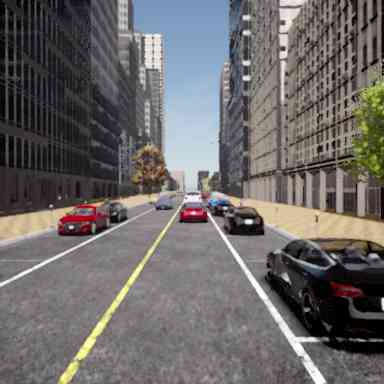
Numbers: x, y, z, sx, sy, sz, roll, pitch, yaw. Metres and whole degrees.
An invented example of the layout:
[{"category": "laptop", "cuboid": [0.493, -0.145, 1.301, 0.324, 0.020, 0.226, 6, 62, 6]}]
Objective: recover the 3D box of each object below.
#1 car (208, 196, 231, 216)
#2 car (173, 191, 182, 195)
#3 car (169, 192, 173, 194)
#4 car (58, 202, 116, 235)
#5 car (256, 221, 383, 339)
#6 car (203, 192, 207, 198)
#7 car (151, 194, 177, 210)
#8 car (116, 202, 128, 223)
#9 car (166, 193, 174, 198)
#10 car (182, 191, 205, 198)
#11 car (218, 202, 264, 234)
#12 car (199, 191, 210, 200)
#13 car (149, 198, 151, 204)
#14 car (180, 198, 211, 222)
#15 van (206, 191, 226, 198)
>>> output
[{"category": "car", "cuboid": [2.709, 1.335, 29.268, 1.947, 1.339, 4.313, 0, 0, 0]}, {"category": "car", "cuboid": [-2.955, 0.473, 79.215, 1.812, 1.442, 4.674, 0, 1, 0]}, {"category": "car", "cuboid": [-5.641, 0.873, 80.514, 2.008, 1.369, 4.403, 0, 1, 0]}, {"category": "car", "cuboid": [-5.678, 1.405, 17.897, 1.887, 1.381, 4.507, 0, 0, 0]}, {"category": "car", "cuboid": [2.696, 1.515, 6.501, 1.947, 1.339, 4.313, 0, 0, 0]}, {"category": "car", "cuboid": [2.716, 1.115, 40.652, 1.967, 1.590, 4.097, 0, 0, 0]}, {"category": "car", "cuboid": [-3.077, 1.247, 37.661, 2.033, 1.411, 5.357, 0, 0, 0]}, {"category": "car", "cuboid": [-5.675, 1.381, 23.590, 1.947, 1.339, 4.313, 0, 0, 0]}, {"category": "car", "cuboid": [-5.638, 0.835, 86.206, 1.947, 1.339, 4.313, 0, 1, 0]}, {"category": "car", "cuboid": [0.120, 0.884, 42.261, 2.150, 2.045, 5.566, 0, 1, 0]}, {"category": "car", "cuboid": [2.702, 1.427, 17.884, 1.947, 1.339, 4.313, 0, 0, 0]}, {"category": "car", "cuboid": [2.737, 0.689, 74.803, 2.192, 1.841, 5.009, 0, 1, 0]}, {"category": "car", "cuboid": [-5.658, 1.103, 51.882, 1.752, 1.417, 4.829, 0, 0, 0]}, {"category": "car", "cuboid": [0.114, 1.373, 24.481, 1.994, 1.385, 4.181, 0, 1, 0]}, {"category": "van", "cuboid": [2.713, 1.064, 34.960, 1.690, 1.788, 3.998, 0, 0, 0]}]
